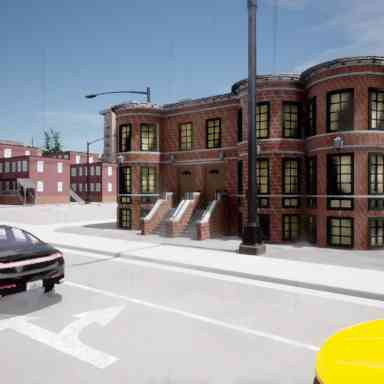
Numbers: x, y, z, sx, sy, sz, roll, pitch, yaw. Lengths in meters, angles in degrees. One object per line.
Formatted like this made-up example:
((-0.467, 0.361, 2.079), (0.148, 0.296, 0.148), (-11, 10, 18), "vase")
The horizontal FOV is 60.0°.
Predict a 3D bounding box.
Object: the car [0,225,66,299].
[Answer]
((-4.891, 1.494, 7.488), (4.902, 1.511, 2.128), (0, 0, 34), "car")

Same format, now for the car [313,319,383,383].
((3.226, 1.477, 1.693), (5.008, 1.535, 1.882), (0, 0, 36), "car")
